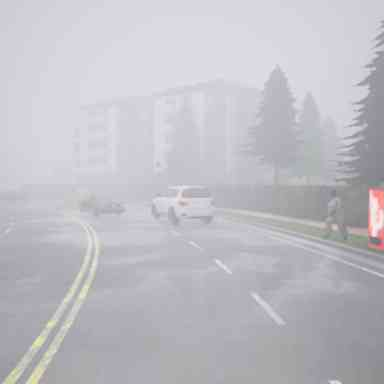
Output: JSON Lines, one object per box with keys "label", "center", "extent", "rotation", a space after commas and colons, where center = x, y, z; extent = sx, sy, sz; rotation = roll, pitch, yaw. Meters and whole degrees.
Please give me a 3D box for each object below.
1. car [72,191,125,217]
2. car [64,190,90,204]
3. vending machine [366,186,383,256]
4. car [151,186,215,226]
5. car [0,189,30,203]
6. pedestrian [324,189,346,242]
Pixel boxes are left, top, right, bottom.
{"label": "car", "center": [-6.452, 0.884, 23.340], "extent": [2.033, 1.411, 5.357], "rotation": [-1, 2, -34]}
{"label": "car", "center": [-11.579, 0.494, 34.755], "extent": [1.882, 1.535, 5.008], "rotation": [-1, 2, -45]}
{"label": "vending machine", "center": [6.263, 0.883, 10.447], "extent": [1.100, 2.100, 0.880], "rotation": [0, 2, -12]}
{"label": "car", "center": [-0.657, 0.672, 19.065], "extent": [2.150, 2.045, 5.566], "rotation": [-1, 2, -23]}
{"label": "car", "center": [-20.473, 0.432, 37.801], "extent": [4.902, 1.511, 2.128], "rotation": [1, 2, 33]}
{"label": "pedestrian", "center": [5.000, 0.797, 11.624], "extent": [0.375, 1.860, 0.375], "rotation": [0, 2, -14]}
